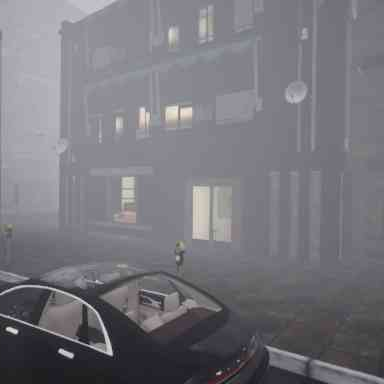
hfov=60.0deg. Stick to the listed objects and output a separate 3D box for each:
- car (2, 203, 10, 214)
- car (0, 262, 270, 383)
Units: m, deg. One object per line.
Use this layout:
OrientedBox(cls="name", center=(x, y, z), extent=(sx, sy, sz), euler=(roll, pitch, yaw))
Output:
OrientedBox(cls="car", center=(-21.550, 1.620, 34.887), extent=(2.008, 1.369, 4.403), euler=(1, 0, 36))
OrientedBox(cls="car", center=(-1.306, 1.550, 3.943), extent=(4.403, 1.369, 2.008), euler=(0, 1, 35))
